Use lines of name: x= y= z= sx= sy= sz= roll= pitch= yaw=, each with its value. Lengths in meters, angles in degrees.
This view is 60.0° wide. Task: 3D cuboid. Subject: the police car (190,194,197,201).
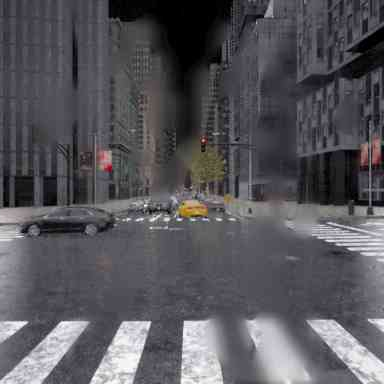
police car: x=0.452 y=1.463 z=90.537 sx=1.930 sy=1.638 sz=5.238 roll=0 pitch=0 yaw=0

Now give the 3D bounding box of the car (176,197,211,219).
car: x=0.063 y=1.481 z=29.208 sx=1.882 sy=1.535 sz=5.008 roll=-1 pitch=0 yaw=-8

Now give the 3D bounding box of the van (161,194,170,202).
van: x=-6.129 y=1.368 z=77.527 sx=1.690 sy=1.788 sz=3.998 roll=0 pitch=0 yaw=0

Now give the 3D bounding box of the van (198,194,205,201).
van: x=2.356 y=1.373 z=83.723 sx=1.690 sy=1.788 sz=3.998 roll=0 pitch=0 yaw=0

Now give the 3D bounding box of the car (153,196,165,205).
car: x=-6.023 y=1.541 z=61.117 sx=1.752 sy=1.417 sz=4.829 roll=0 pitch=0 yaw=0

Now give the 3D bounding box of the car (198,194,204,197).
car: x=2.493 y=1.567 z=62.567 sx=2.008 sy=1.369 sz=4.403 roll=0 pitch=0 yaw=0

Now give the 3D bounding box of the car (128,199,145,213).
car: x=-5.863 y=1.556 z=36.311 sx=2.008 sy=1.369 sz=4.403 roll=0 pitch=0 yaw=0

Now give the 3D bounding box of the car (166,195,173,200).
car: x=-6.233 y=1.624 z=93.766 sx=1.802 sy=1.307 sz=4.206 roll=0 pitch=0 yaw=0

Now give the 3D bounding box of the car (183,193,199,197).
car: x=-0.180 y=1.509 z=64.641 sx=2.128 sy=1.511 sz=4.902 roll=0 pitch=0 yaw=-1

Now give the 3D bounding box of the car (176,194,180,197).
car: x=-3.301 y=1.538 z=54.617 sx=1.812 sy=1.442 sz=4.674 roll=0 pitch=0 yaw=0

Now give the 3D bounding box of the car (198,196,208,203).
car: x=2.425 y=1.589 z=73.146 sx=1.947 sy=1.339 sz=4.313 roll=0 pitch=0 yaw=0

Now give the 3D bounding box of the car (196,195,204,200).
car: x=2.288 y=1.593 z=94.300 sx=2.008 sy=1.369 sz=4.403 roll=0 pitch=0 yaw=0

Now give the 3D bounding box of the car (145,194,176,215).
car: x=-3.183 y=1.226 z=34.623 sx=2.150 sy=2.045 sz=5.566 roll=0 pitch=0 yaw=0

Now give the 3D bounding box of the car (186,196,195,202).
car: x=-0.345 y=1.549 z=74.835 sx=1.812 sy=1.442 sz=4.674 roll=0 pitch=0 yaw=0

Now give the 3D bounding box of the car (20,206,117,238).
car: x=-6.468 y=1.536 z=17.590 sx=4.892 sy=1.490 sz=1.837 roll=-1 pitch=1 yaw=0

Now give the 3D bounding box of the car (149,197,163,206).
car: x=-5.989 y=1.578 z=55.874 sx=1.947 sy=1.339 sz=4.313 roll=0 pitch=0 yaw=0

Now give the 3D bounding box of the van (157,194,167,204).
van: x=-6.059 y=1.360 z=66.700 sx=1.690 sy=1.788 sz=3.998 roll=0 pitch=0 yaw=0

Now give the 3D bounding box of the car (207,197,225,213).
car: x=2.662 y=1.556 z=36.362 sx=2.008 sy=1.369 sz=4.403 roll=0 pitch=0 yaw=0

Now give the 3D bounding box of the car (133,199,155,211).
car: x=-5.895 y=1.557 z=41.303 sx=2.008 sy=1.369 sz=4.403 roll=0 pitch=0 yaw=0

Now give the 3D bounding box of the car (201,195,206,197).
car: x=2.592 y=1.553 z=47.251 sx=1.887 sy=1.381 sz=4.507 roll=0 pitch=0 yaw=0

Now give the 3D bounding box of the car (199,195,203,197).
car: x=2.557 y=1.562 z=52.695 sx=2.008 sy=1.369 sz=4.403 roll=0 pitch=0 yaw=0

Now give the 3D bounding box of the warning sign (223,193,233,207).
warning sign: x=4.912 y=1.123 z=45.453 sx=1.300 sy=1.860 sz=1.060 roll=0 pitch=0 yaw=0
